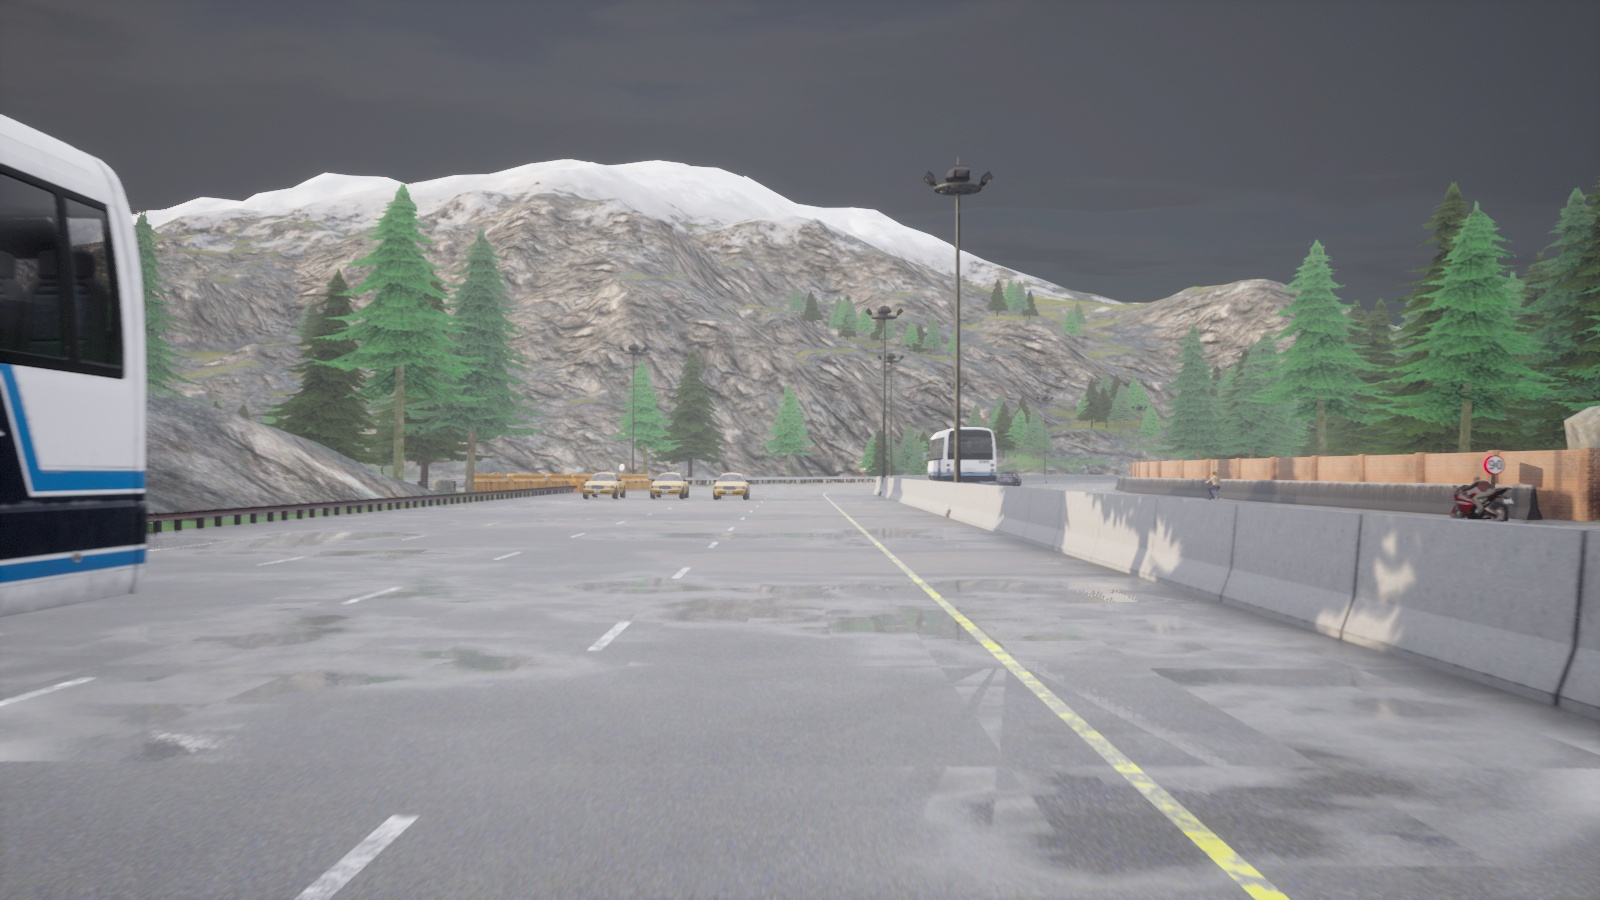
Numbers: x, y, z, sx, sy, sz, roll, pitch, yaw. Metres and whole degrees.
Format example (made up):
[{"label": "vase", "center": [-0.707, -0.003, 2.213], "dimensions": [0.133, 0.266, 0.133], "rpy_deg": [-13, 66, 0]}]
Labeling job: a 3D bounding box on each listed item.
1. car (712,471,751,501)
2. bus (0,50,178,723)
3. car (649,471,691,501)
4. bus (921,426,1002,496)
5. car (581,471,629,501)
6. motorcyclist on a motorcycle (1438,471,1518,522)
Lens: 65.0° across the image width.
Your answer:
[{"label": "car", "center": [-3.666, 1.908, 68.063], "dimensions": [1.801, 1.575, 5.366], "rpy_deg": [0, -1, 0]}, {"label": "bus", "center": [-7.018, -0.449, 5.057], "dimensions": [3.944, 4.253, 10.273], "rpy_deg": [0, -1, 0]}, {"label": "car", "center": [-7.170, 1.949, 69.713], "dimensions": [1.801, 1.575, 5.366], "rpy_deg": [0, -1, 0]}, {"label": "bus", "center": [10.319, 0.760, 81.467], "dimensions": [3.944, 4.253, 10.273], "rpy_deg": [0, -1, 0]}, {"label": "car", "center": [-10.668, 1.951, 68.952], "dimensions": [1.801, 1.575, 5.366], "rpy_deg": [0, -1, 0]}, {"label": "motorcyclist on a motorcycle", "center": [21.092, 1.420, 39.107], "dimensions": [0.866, 1.530, 2.191], "rpy_deg": [2, -1, -17]}]
